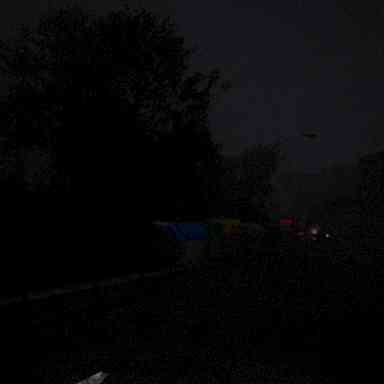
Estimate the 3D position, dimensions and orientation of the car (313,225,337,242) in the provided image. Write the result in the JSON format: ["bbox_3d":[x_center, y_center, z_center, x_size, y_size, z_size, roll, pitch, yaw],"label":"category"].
[{"bbox_3d":[14.323,4.506,35.548,1.994,1.385,4.181,0,-4,18],"label":"car"}]

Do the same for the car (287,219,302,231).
[{"bbox_3d":[17.770,5.715,55.348,1.812,1.442,4.674,1,-2,-1],"label":"car"}]

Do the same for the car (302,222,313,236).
[{"bbox_3d":[16.756,5.208,45.601,1.812,1.442,4.674,0,-3,9],"label":"car"}]

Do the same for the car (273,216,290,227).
[{"bbox_3d":[17.572,5.714,65.118,2.150,2.045,5.566,0,-2,-3],"label":"car"}]
